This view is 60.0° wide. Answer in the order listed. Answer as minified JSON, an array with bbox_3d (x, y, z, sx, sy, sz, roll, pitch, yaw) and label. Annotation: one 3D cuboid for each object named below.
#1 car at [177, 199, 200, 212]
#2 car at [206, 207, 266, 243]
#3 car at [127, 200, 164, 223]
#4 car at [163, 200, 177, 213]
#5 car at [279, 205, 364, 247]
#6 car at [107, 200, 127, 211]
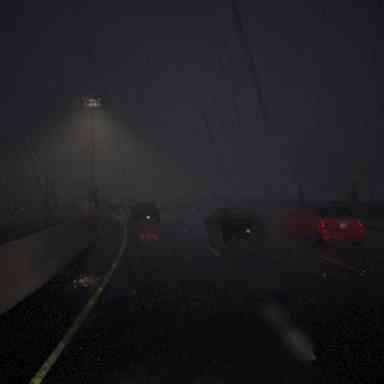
[{"bbox_3d":[-0.605,1.530,38.688,1.837,1.490,4.892,0,0,-21],"label":"car"},{"bbox_3d":[1.977,1.482,16.413,1.882,1.535,5.008,0,0,-9],"label":"car"},{"bbox_3d":[-3.738,1.533,25.966,1.837,1.490,4.892,0,0,-15],"label":"car"},{"bbox_3d":[-3.793,1.581,37.459,2.033,1.411,5.357,0,0,-21],"label":"car"},{"bbox_3d":[5.681,1.346,15.240,2.097,1.767,4.553,0,0,-8],"label":"car"},{"bbox_3d":[-9.411,1.652,41.643,1.895,1.301,4.718,0,0,-24],"label":"car"}]
